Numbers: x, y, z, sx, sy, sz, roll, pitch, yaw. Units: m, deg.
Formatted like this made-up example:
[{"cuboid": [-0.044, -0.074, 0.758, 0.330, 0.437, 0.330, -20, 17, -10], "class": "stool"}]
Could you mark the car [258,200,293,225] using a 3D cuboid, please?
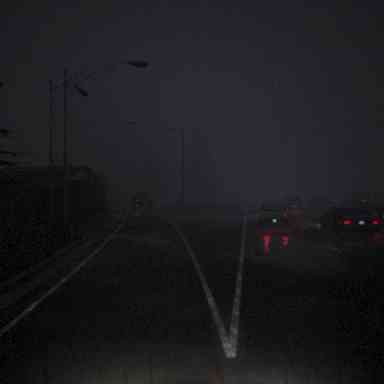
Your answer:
[{"cuboid": [5.535, 1.495, 23.000, 1.895, 1.301, 4.718, 0, 0, 10], "class": "car"}]

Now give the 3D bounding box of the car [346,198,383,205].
[{"cuboid": [12.713, 1.394, 23.555, 1.812, 1.442, 4.674, 0, 0, 9], "class": "car"}]

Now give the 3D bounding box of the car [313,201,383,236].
[{"cuboid": [8.190, 1.453, 17.717, 2.033, 1.411, 5.357, 0, 0, 10], "class": "car"}]

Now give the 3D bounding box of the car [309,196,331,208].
[{"cuboid": [15.653, 1.271, 40.841, 1.882, 1.535, 5.008, 0, 0, 10], "class": "car"}]

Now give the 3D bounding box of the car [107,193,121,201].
[{"cuboid": [-17.614, 1.281, 76.320, 1.812, 1.442, 4.674, 0, 0, -24], "class": "car"}]

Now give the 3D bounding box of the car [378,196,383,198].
[{"cuboid": [22.553, 1.253, 39.662, 1.882, 1.535, 5.008, 0, 0, 10], "class": "car"}]

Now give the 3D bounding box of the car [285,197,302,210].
[{"cuboid": [11.947, 1.314, 39.908, 1.837, 1.490, 4.892, 0, 0, 10], "class": "car"}]

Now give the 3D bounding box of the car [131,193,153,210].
[{"cuboid": [-6.000, 1.089, 39.880, 2.150, 2.045, 5.566, 0, 0, -13], "class": "car"}]

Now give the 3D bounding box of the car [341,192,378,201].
[{"cuboid": [18.712, 1.016, 37.943, 2.150, 2.045, 5.566, 0, 0, 10], "class": "car"}]
